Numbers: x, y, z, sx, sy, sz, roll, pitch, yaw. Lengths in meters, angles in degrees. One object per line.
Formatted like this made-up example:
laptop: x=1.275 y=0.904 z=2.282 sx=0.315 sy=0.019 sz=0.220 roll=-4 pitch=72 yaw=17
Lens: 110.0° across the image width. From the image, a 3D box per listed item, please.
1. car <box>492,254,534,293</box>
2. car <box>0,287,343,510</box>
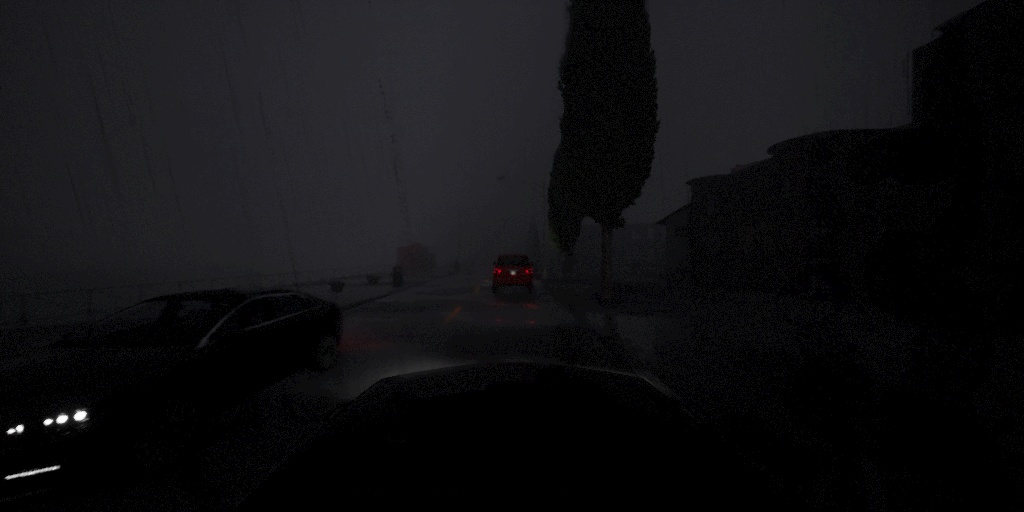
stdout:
car: x=0.070 y=0.902 z=20.350 sx=2.150 sy=2.045 sz=5.566 roll=0 pitch=1 yaw=0
car: x=-4.093 y=1.230 z=4.814 sx=2.128 sy=1.511 sz=4.902 roll=0 pitch=0 yaw=0
